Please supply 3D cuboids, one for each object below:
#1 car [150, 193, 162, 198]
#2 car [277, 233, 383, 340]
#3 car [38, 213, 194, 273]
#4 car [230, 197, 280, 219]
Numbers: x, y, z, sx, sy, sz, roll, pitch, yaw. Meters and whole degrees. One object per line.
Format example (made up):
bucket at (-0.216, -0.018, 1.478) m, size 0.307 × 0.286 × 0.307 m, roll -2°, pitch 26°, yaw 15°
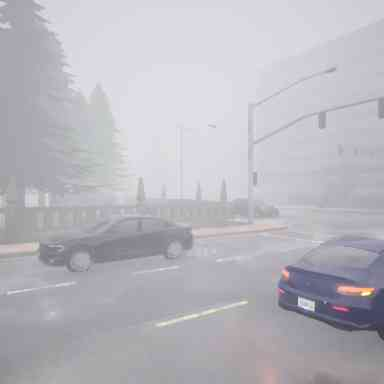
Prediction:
car at (-5.841, 1.168, 56.092) m, size 2.150 × 2.045 × 5.566 m, roll 0°, pitch 0°, yaw -2°
car at (3.609, 1.526, 6.341) m, size 4.674 × 1.442 × 1.812 m, roll 0°, pitch 0°, yaw -35°
car at (-2.277, 1.477, 10.862) m, size 5.008 × 1.535 × 1.882 m, roll 0°, pitch 0°, yaw -35°
car at (5.291, 1.297, 28.472) m, size 2.097 × 1.767 × 4.553 m, roll 0°, pitch 0°, yaw -33°
